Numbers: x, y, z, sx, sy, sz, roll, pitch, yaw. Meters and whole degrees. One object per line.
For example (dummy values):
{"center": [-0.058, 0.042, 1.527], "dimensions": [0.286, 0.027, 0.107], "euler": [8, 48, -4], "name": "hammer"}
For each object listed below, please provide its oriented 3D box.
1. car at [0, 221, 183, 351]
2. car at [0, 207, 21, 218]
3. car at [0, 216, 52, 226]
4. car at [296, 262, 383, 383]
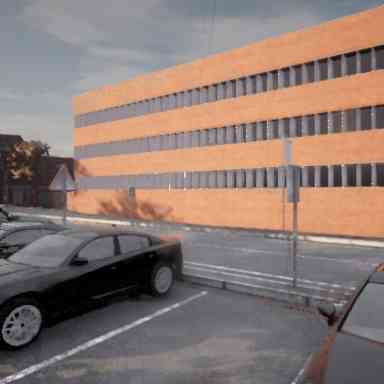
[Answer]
{"center": [-2.201, 1.469, 6.567], "dimensions": [2.097, 1.535, 5.008], "euler": [0, 0, 35], "name": "car"}
{"center": [-6.790, 1.202, 9.867], "dimensions": [2.435, 2.045, 5.566], "euler": [0, 0, 35], "name": "car"}
{"center": [-4.505, 1.501, 8.206], "dimensions": [2.002, 1.452, 4.674], "euler": [0, 0, 35], "name": "car"}
{"center": [2.399, 1.521, 3.285], "dimensions": [2.002, 1.452, 4.674], "euler": [0, 0, 35], "name": "car"}
